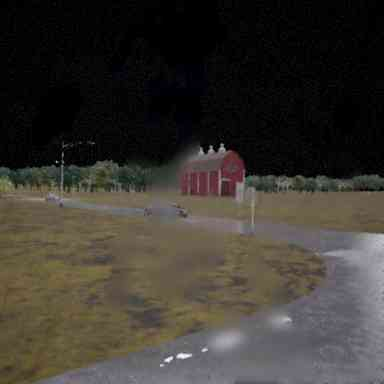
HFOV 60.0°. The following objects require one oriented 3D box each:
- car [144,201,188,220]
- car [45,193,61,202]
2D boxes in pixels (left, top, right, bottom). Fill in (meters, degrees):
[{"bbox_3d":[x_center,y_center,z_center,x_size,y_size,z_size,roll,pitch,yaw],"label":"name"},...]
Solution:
[{"bbox_3d":[-2.135,1.412,26.340,1.994,1.385,4.181,2,0,-36],"label":"car"},{"bbox_3d":[-22.997,0.852,55.276,2.128,1.511,4.902,2,0,-36],"label":"car"}]
